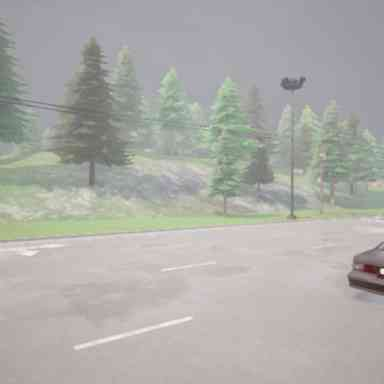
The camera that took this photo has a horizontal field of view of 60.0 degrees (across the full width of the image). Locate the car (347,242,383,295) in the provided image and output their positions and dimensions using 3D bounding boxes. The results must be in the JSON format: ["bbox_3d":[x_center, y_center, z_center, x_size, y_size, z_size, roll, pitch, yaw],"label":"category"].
[{"bbox_3d":[5.840,1.623,7.900,5.357,1.411,2.033,1,0,-36],"label":"car"}]
